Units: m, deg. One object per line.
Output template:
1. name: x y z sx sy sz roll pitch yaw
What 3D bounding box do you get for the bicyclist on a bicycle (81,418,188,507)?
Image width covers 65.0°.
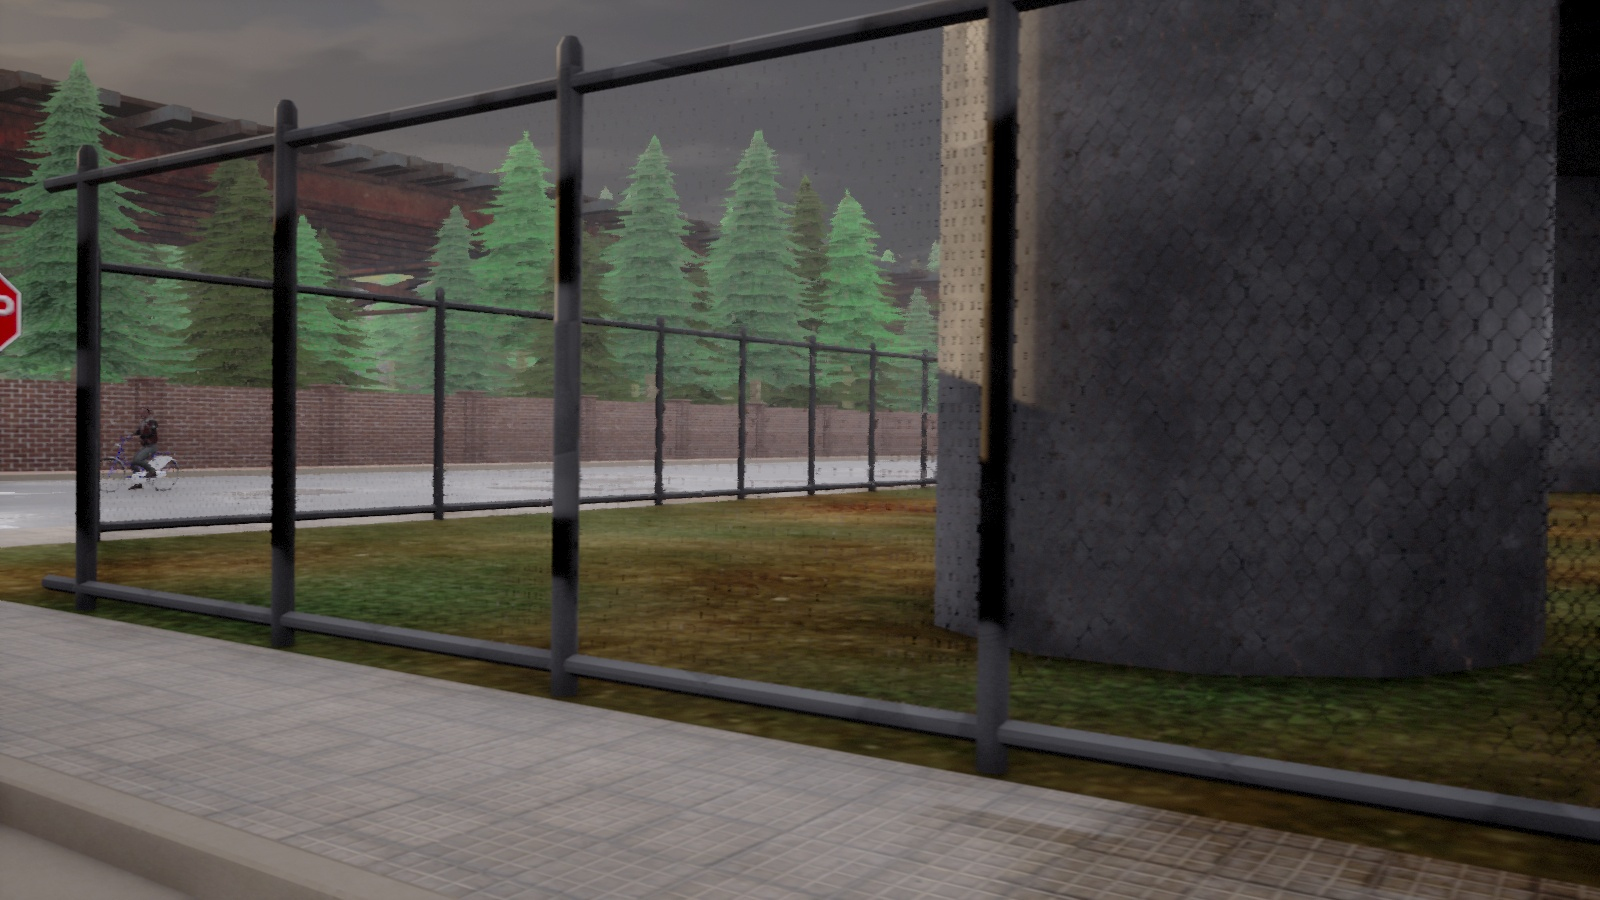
1. bicyclist on a bicycle: -13.741 0.242 25.965 0.659 1.776 1.843 0 1 34
